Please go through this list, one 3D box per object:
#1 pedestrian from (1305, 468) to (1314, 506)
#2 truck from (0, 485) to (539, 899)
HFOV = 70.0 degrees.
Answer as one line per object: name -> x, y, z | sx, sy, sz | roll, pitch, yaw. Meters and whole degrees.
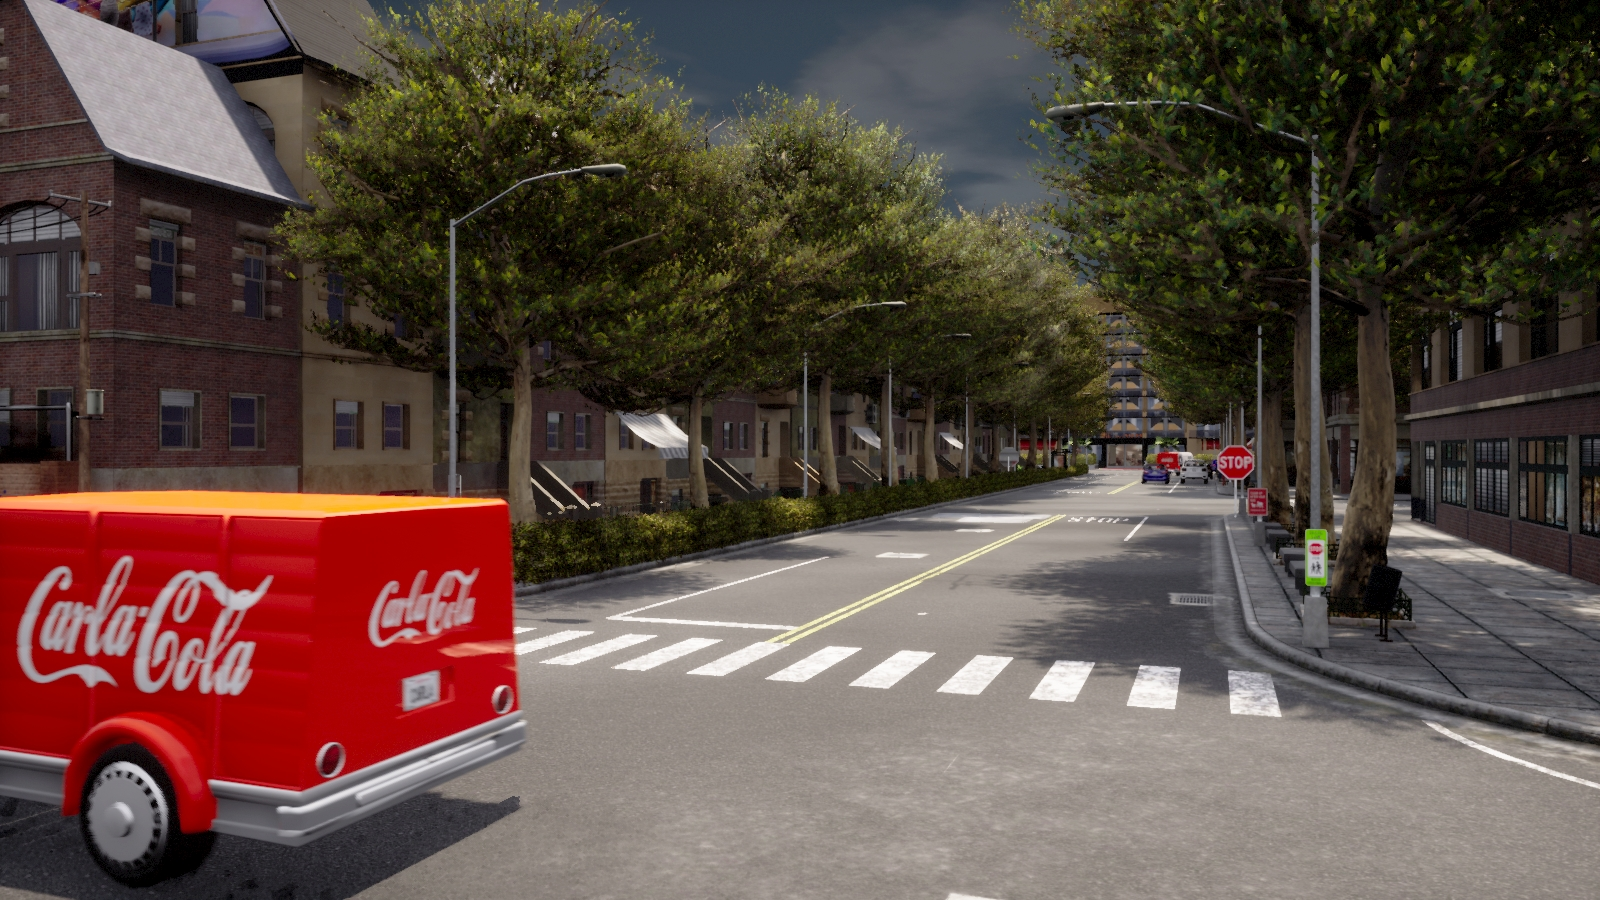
pedestrian -> 25.560, 1.847, 57.302 | 0.375, 1.860, 0.375 | 0, 0, 18
truck -> -4.996, 1.571, 8.838 | 5.204, 2.467, 2.627 | 0, 0, 20
